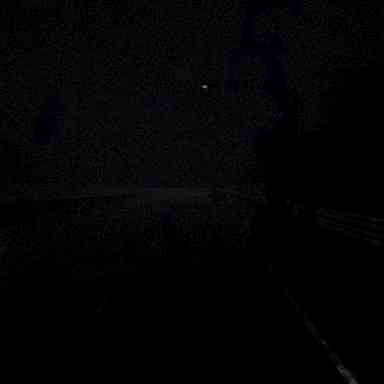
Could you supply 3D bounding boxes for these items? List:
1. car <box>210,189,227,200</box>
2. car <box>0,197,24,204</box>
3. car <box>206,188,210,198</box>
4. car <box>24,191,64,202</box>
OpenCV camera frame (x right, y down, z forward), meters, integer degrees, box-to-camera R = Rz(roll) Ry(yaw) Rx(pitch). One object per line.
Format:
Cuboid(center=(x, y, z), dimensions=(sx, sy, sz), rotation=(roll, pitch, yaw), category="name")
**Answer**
Cuboid(center=(4.346, 0.717, 52.048), dimensions=(2.097, 1.767, 4.553), rotation=(0, 1, 1), category="car")
Cuboid(center=(-20.524, 1.267, 38.383), dimensions=(1.812, 1.442, 4.674), rotation=(0, 1, 1), category="car")
Cuboid(center=(4.866, 0.252, 76.854), dimensions=(2.150, 2.045, 5.566), rotation=(0, 1, 1), category="car")
Cuboid(center=(-17.016, 0.951, 39.151), dimensions=(2.150, 2.045, 5.566), rotation=(0, 1, 1), category="car")
